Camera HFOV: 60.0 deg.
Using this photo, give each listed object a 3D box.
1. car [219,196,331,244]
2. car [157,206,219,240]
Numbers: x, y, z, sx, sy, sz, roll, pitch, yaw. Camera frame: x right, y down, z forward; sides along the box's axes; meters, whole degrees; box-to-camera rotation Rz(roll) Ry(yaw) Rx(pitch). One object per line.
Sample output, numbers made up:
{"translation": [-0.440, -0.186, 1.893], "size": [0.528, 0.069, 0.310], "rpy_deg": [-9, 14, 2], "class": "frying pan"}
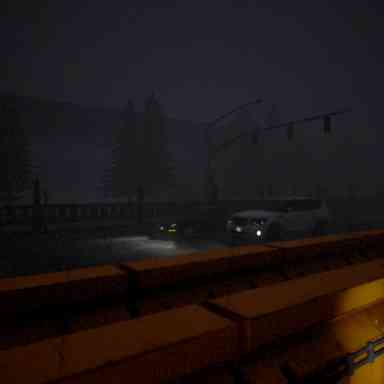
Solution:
{"translation": [4.209, 1.223, 15.568], "size": [5.566, 2.045, 2.150], "rpy_deg": [0, 0, -35], "class": "car"}
{"translation": [0.543, 1.506, 17.258], "size": [4.892, 1.490, 1.837], "rpy_deg": [1, 0, -35], "class": "car"}
